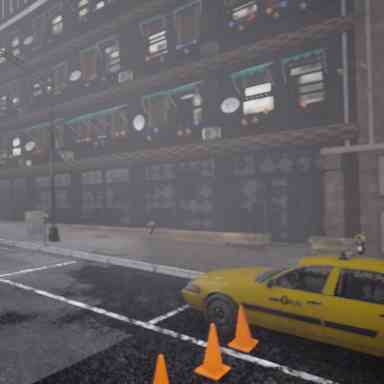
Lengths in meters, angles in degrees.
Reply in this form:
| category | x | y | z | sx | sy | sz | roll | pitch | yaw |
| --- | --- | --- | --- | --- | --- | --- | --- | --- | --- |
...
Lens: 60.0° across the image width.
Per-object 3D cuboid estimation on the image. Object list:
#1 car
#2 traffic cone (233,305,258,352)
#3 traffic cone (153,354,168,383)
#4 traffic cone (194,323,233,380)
| category | x | y | z | sx | sy | sz | roll | pitch | yaw |
| --- | --- | --- | --- | --- | --- | --- | --- | --- | --- |
| car | 2.064 | 1.540 | 5.088 | 4.829 | 1.417 | 1.752 | 0 | -2 | 36 |
| traffic cone | 0.735 | 1.951 | 4.888 | 0.340 | 0.580 | 0.340 | 0 | 7 | 37 |
| traffic cone | -0.323 | 1.964 | 3.410 | 0.340 | 0.580 | 0.340 | 0 | 0 | 36 |
| traffic cone | 0.259 | 1.967 | 4.222 | 0.340 | 0.580 | 0.340 | 0 | 0 | 36 |
